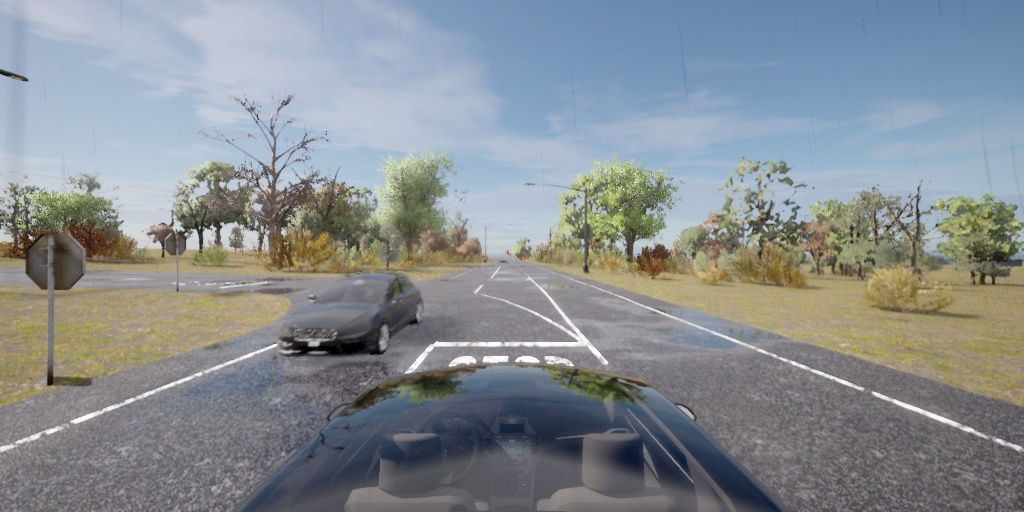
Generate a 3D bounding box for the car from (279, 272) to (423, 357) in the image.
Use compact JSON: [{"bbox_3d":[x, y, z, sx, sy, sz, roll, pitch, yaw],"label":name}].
[{"bbox_3d":[-3.512,1.220,8.762,1.837,1.490,4.892,0,2,0],"label":"car"}]
